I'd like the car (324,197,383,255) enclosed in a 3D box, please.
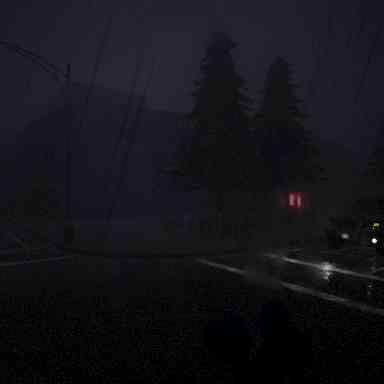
[{"bbox_3d":[7.779,1.248,13.701,5.566,2.045,2.150,0,0,-36],"label":"car"}]
